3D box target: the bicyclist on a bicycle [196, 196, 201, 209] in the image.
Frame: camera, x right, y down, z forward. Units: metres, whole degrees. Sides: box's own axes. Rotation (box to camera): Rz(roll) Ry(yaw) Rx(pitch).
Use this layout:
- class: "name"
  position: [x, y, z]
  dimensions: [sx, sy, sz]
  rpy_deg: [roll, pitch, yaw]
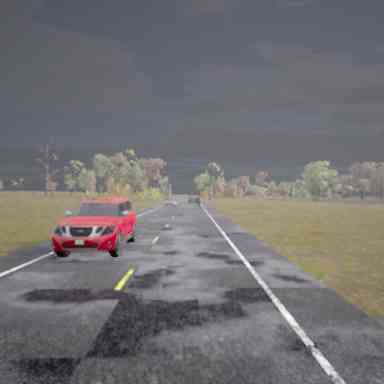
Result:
- class: "bicyclist on a bicycle"
  position: [0.966, 1.608, 44.931]
  dimensions: [0.582, 1.620, 1.656]
  rpy_deg: [0, 0, 0]

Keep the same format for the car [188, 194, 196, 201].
- class: "car"
  position: [0.006, 1.495, 85.500]
  dimensions: [2.097, 1.767, 4.553]
  rpy_deg: [0, 0, 0]

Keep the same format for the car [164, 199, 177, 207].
- class: "car"
  position: [-3.553, 1.790, 55.460]
  dimensions: [1.895, 1.301, 4.718]
  rpy_deg: [0, 0, 1]

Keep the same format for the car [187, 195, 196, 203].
- class: "car"
  position: [0.005, 1.774, 74.342]
  dimensions: [2.128, 1.511, 4.902]
  rpy_deg: [0, 0, 0]

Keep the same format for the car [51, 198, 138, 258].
- class: "car"
  position: [-3.601, 1.270, 13.411]
  dimensions: [2.150, 2.045, 5.566]
  rpy_deg: [0, 0, 0]

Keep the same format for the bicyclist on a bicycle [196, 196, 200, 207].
- class: "bicyclist on a bicycle"
  position: [0.966, 1.557, 54.559]
  dimensions: [0.659, 1.776, 1.843]
  rpy_deg: [0, 0, 0]
